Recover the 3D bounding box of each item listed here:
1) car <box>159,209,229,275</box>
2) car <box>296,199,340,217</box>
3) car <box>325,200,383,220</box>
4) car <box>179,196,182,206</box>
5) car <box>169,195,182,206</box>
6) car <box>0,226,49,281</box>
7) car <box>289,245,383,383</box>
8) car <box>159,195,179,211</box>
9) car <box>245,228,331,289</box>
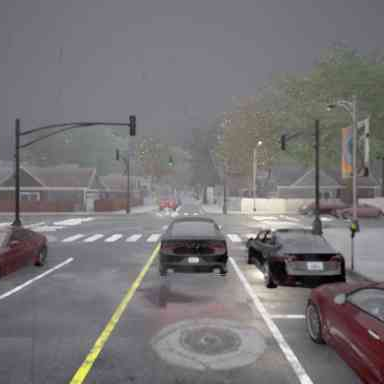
[{"bbox_3d":[0.049,1.543,10.738,1.882,1.535,5.008,0,0,0],"label":"car"},{"bbox_3d":[12.507,1.464,32.154,4.553,1.767,2.097,0,0,0],"label":"car"},{"bbox_3d":[14.302,1.647,28.906,4.181,1.385,1.994,0,0,0],"label":"car"},{"bbox_3d":[-3.280,1.723,55.507,2.097,1.767,4.553,0,0,0],"label":"car"},{"bbox_3d":[-3.273,1.676,66.620,2.150,2.045,5.566,0,-1,0],"label":"car"},{"bbox_3d":[-5.409,1.638,9.129,1.802,1.307,4.206,0,0,0],"label":"car"},{"bbox_3d":[2.631,1.605,3.634,1.802,1.307,4.206,0,0,0],"label":"car"},{"bbox_3d":[-3.243,1.521,45.598,2.150,2.045,5.566,0,0,0],"label":"car"},{"bbox_3d":[2.616,1.622,9.152,1.947,1.339,4.313,0,0,0],"label":"car"}]
